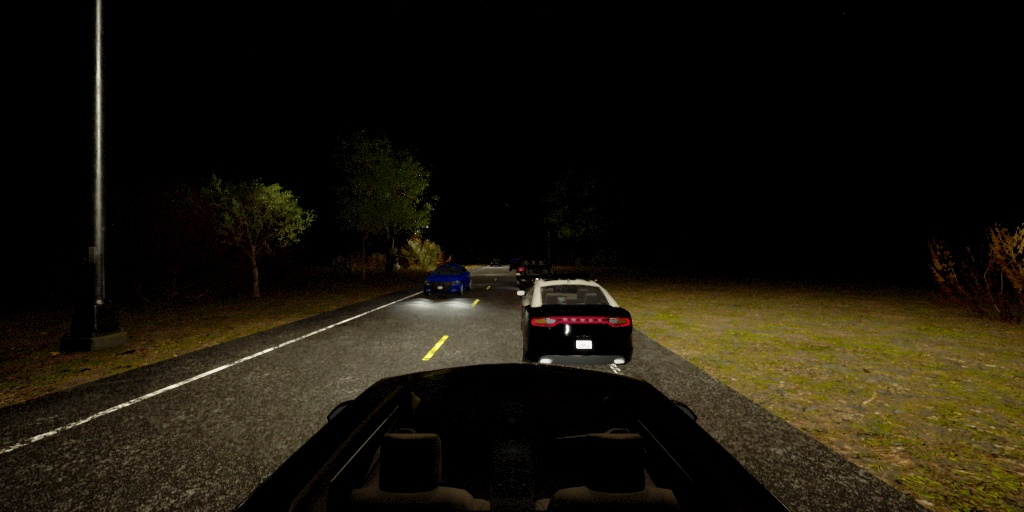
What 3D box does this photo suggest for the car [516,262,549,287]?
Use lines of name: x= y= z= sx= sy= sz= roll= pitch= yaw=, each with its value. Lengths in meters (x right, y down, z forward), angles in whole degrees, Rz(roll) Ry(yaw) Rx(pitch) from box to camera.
car: x=1.278 y=1.250 z=18.052 sx=1.837 sy=1.490 sz=4.892 roll=0 pitch=0 yaw=1

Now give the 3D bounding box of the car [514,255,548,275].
car: x=1.354 y=0.964 z=24.081 sx=2.150 sy=2.045 sz=5.566 roll=0 pitch=0 yaw=1

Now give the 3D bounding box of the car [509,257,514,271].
car: x=0.630 y=1.234 z=46.583 sx=1.812 sy=1.442 sz=4.674 roll=0 pitch=0 yaw=1

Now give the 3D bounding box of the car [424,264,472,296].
car: x=-3.357 y=1.220 z=19.393 sx=1.882 sy=1.535 sz=5.008 roll=0 pitch=0 yaw=1

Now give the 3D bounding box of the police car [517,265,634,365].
police car: x=1.152 y=1.174 z=8.163 sx=1.930 sy=1.638 sz=5.238 roll=0 pitch=0 yaw=1

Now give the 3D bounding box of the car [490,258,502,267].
car: x=-2.774 y=1.184 z=62.806 sx=1.837 sy=1.490 sz=4.892 roll=0 pitch=0 yaw=1
